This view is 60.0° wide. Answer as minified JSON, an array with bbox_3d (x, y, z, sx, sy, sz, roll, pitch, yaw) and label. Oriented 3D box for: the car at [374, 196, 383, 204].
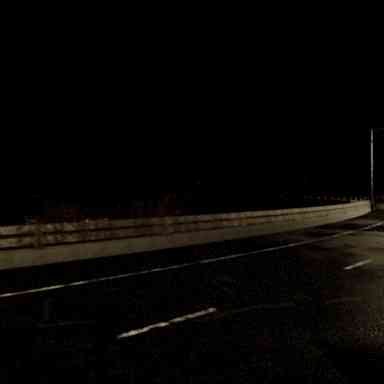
[{"bbox_3d":[36.616,1.570,63.888,2.128,1.511,4.902,0,0,13],"label":"car"}]
